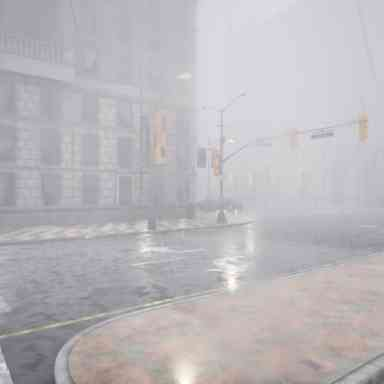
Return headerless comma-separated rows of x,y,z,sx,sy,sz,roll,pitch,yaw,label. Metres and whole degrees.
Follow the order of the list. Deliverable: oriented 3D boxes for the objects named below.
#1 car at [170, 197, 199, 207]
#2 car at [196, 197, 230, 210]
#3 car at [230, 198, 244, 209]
-1.241,1.547,53.279,2.033,1.411,5.357,0,0,-35,car
2.339,1.564,42.252,1.994,1.385,4.181,0,0,-36,car
4.900,1.505,44.684,1.837,1.490,4.892,0,0,-36,car
